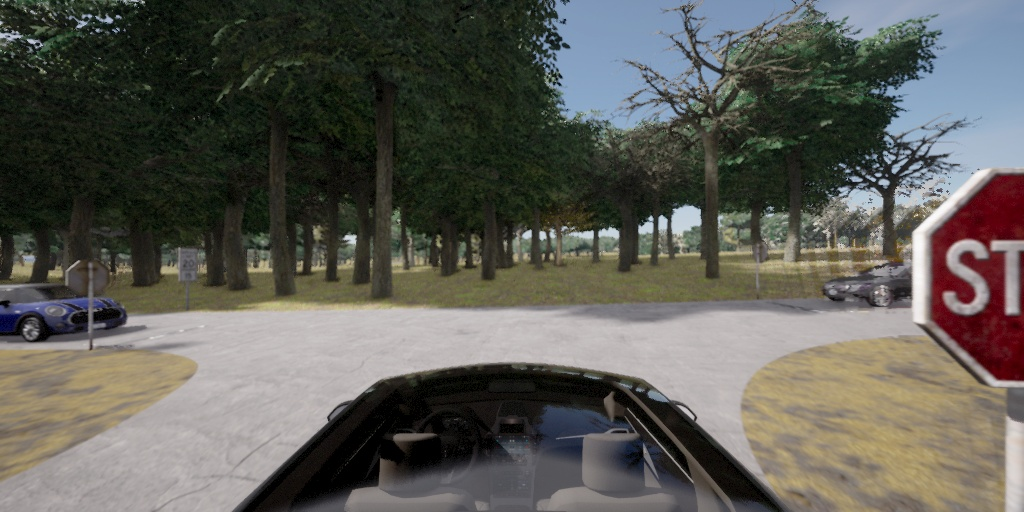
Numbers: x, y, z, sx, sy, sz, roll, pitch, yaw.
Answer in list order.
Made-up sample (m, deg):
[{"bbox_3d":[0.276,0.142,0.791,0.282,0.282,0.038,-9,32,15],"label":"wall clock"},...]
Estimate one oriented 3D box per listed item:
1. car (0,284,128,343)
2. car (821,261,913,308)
[{"bbox_3d":[-15.410,1.695,11.638,4.553,1.767,2.097,-1,0,5],"label":"car"},{"bbox_3d":[13.476,0.907,12.346,4.674,1.442,1.812,-2,0,3],"label":"car"}]
